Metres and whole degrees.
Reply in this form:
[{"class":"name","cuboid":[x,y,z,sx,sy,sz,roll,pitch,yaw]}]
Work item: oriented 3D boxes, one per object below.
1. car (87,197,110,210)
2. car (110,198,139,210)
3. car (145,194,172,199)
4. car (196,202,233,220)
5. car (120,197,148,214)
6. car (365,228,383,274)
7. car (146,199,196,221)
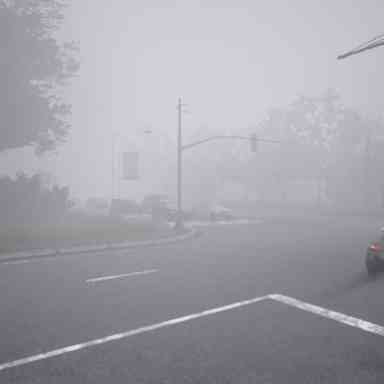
[{"class":"car","cuboid":[-12.514,1.481,44.405,1.882,1.535,5.008,0,0,-34]},{"class":"car","cuboid":[-9.363,1.562,45.994,2.033,1.411,5.357,0,0,-33]},{"class":"car","cuboid":[-3.621,1.266,37.104,2.150,2.045,5.566,0,0,-33]},{"class":"car","cuboid":[1.573,1.577,28.907,1.812,1.442,4.674,0,0,-32]},{"class":"car","cuboid":[-6.835,1.539,35.630,1.837,1.490,4.892,0,0,-32]},{"class":"car","cuboid":[6.579,1.596,9.798,1.994,1.385,4.181,0,0,40]},{"class":"car","cuboid":[-1.875,1.567,27.816,1.812,1.442,4.674,0,0,-31]}]
